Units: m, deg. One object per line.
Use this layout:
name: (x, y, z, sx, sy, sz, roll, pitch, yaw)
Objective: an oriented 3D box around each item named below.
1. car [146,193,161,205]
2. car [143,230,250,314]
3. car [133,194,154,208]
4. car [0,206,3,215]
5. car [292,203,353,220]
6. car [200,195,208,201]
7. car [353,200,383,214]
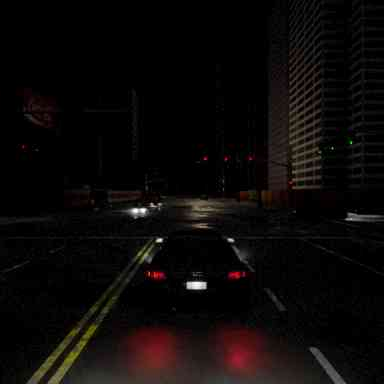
car: (-7.229, 1.221, 58.018, 2.150, 2.045, 5.566, 0, 0, 0)
car: (0.076, 1.564, 7.685, 1.994, 1.385, 4.181, 0, 0, 0)
car: (-7.214, 1.491, 48.065, 2.128, 1.511, 4.902, 0, 0, 0)
car: (-18.494, 1.221, 27.026, 5.566, 2.045, 2.150, 0, 0, -2)
car: (10.371, 1.564, 27.198, 4.181, 1.385, 1.994, 0, 0, 0)
car: (3.268, 1.525, 87.523, 2.128, 1.511, 4.902, 0, 0, 0)
car: (19.626, 1.547, 34.471, 5.357, 1.411, 2.033, 0, 0, 0)
